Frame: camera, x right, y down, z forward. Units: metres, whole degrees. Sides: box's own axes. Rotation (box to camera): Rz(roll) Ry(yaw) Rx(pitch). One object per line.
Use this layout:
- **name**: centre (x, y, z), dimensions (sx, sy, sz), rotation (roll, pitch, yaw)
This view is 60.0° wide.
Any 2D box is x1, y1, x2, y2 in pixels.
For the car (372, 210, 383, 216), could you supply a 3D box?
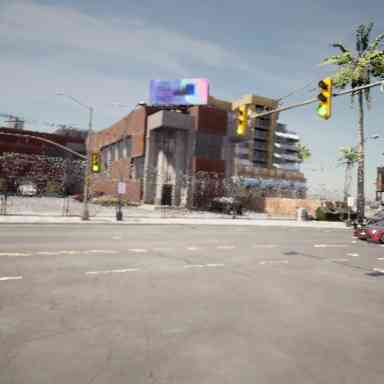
- **car**: centre (15.008, 2.302, 24.798), dimensions (5.566, 2.045, 2.150), rotation (3, -1, -8)

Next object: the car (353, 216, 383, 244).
- **car**: centre (12.357, 2.457, 20.653), dimensions (4.181, 1.385, 1.994), rotation (3, -1, -12)
